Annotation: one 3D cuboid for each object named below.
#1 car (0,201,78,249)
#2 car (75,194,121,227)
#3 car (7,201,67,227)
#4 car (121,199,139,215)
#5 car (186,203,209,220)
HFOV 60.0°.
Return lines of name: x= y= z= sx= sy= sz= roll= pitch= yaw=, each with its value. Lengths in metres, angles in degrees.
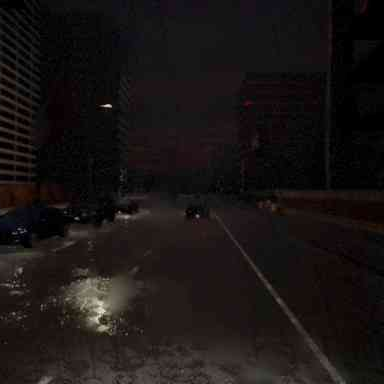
car: x=-6.865 y=1.344 z=14.189 sx=1.882 sy=1.535 sz=5.008 roll=1 pitch=0 yaw=1
car: x=-6.620 y=1.195 z=22.063 sx=2.150 sy=2.045 sz=5.566 roll=1 pitch=0 yaw=1
car: x=-10.123 y=1.403 z=22.158 sx=1.994 sy=1.385 sz=4.181 roll=1 pitch=0 yaw=1
car: x=-6.449 y=1.414 z=32.563 sx=2.033 sy=1.411 sz=5.357 roll=1 pitch=0 yaw=1
car: x=0.495 y=1.598 z=28.459 sx=1.895 sy=1.301 sz=4.718 roll=1 pitch=0 yaw=1
